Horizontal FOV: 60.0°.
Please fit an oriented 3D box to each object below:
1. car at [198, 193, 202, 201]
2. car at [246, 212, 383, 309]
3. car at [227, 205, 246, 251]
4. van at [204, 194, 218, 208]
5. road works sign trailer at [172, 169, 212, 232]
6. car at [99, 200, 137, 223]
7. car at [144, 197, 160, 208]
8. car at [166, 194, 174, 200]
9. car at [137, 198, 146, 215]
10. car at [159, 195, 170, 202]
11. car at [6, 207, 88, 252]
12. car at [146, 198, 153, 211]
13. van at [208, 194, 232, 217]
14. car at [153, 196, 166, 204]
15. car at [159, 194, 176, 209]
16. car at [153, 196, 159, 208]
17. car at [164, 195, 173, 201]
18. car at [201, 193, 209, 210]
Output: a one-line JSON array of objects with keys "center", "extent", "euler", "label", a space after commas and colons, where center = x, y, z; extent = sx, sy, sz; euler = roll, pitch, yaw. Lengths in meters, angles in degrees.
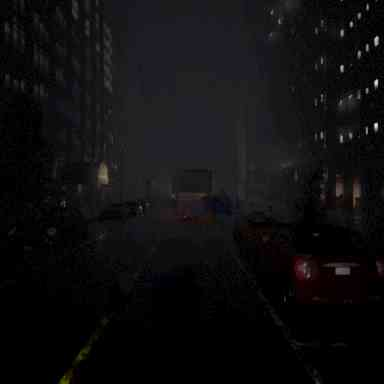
[{"center": [2.655, 1.407, 70.369], "extent": [2.008, 1.369, 4.403], "euler": [-1, 0, 0], "label": "car"}, {"center": [2.679, 1.424, 7.850], "extent": [1.967, 1.590, 4.097], "euler": [-1, 0, 0], "label": "car"}, {"center": [2.677, 1.497, 13.703], "extent": [1.752, 1.417, 4.829], "euler": [-1, 0, 0], "label": "car"}, {"center": [2.662, 1.244, 47.635], "extent": [1.690, 1.788, 3.998], "euler": [-1, 0, 0], "label": "van"}, {"center": [0.012, 0.424, 19.953], "extent": [2.380, 3.560, 2.880], "euler": [0, 0, 0], "label": "road works sign trailer"}, {"center": [-5.708, 1.500, 24.897], "extent": [2.008, 1.369, 4.403], "euler": [-1, 0, 0], "label": "car"}, {"center": [-5.717, 1.486, 47.632], "extent": [1.802, 1.307, 4.206], "euler": [-1, 0, 0], "label": "car"}, {"center": [-5.734, 1.262, 87.417], "extent": [1.967, 1.590, 4.097], "euler": [-1, 0, 0], "label": "car"}, {"center": [-5.710, 1.504, 30.581], "extent": [1.947, 1.339, 4.313], "euler": [-1, 0, 0], "label": "car"}, {"center": [-5.726, 1.408, 70.366], "extent": [2.008, 1.369, 4.403], "euler": [-1, 0, 0], "label": "car"}, {"center": [-5.704, 1.413, 13.530], "extent": [1.967, 1.590, 4.097], "euler": [-1, 0, 0], "label": "car"}, {"center": [-5.712, 1.471, 36.265], "extent": [1.887, 1.381, 4.507], "euler": [-1, 0, 0], "label": "car"}, {"center": [2.669, 1.279, 30.584], "extent": [1.690, 1.788, 3.998], "euler": [-1, 0, 0], "label": "van"}, {"center": [-5.722, 1.431, 58.999], "extent": [2.008, 1.369, 4.403], "euler": [-1, 0, 0], "label": "car"}, {"center": [-3.105, 1.403, 44.527], "extent": [2.128, 1.511, 4.902], "euler": [0, 0, 0], "label": "car"}, {"center": [-5.715, 1.466, 41.948], "extent": [2.008, 1.369, 4.403], "euler": [-1, 0, 0], "label": "car"}, {"center": [-5.730, 1.415, 81.733], "extent": [1.802, 1.307, 4.206], "euler": [-1, 0, 0], "label": "car"}, {"center": [2.664, 1.230, 41.951], "extent": [2.192, 1.841, 5.009], "euler": [-1, 0, 0], "label": "car"}]
